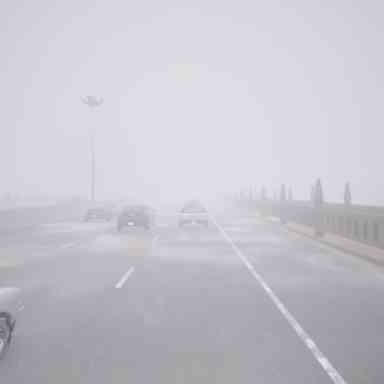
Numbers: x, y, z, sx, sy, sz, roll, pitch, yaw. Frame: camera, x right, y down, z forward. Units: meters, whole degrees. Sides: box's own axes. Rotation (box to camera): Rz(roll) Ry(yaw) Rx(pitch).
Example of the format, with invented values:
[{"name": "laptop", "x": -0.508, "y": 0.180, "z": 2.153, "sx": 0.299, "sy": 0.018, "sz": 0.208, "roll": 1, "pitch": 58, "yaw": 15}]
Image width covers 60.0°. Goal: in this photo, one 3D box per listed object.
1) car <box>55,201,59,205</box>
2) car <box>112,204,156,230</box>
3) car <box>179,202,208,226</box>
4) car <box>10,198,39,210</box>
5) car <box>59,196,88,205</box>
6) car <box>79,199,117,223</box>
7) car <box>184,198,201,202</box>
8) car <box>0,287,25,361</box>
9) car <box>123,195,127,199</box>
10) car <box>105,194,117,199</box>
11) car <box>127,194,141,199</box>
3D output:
[{"name": "car", "x": -17.588, "y": 1.568, "z": 46.663, "sx": 1.994, "sy": 1.385, "sz": 4.181, "roll": 0, "pitch": 0, "yaw": 0}, {"name": "car", "x": -3.406, "y": 1.507, "z": 20.887, "sx": 1.837, "sy": 1.490, "sz": 4.892, "roll": 0, "pitch": 0, "yaw": 0}, {"name": "car", "x": 0.092, "y": 1.603, "z": 22.961, "sx": 1.895, "sy": 1.301, "sz": 4.718, "roll": 0, "pitch": 0, "yaw": 0}, {"name": "car", "x": -21.096, "y": 1.530, "z": 42.172, "sx": 1.812, "sy": 1.442, "sz": 4.674, "roll": 0, "pitch": 0, "yaw": 0}, {"name": "car", "x": -14.095, "y": 1.355, "z": 41.015, "sx": 2.097, "sy": 1.767, "sz": 4.553, "roll": 0, "pitch": 0, "yaw": 0}, {"name": "car", "x": -6.908, "y": 1.528, "z": 25.799, "sx": 1.812, "sy": 1.442, "sz": 4.674, "roll": 0, "pitch": 0, "yaw": 0}, {"name": "car", "x": 0.088, "y": 1.509, "z": 41.545, "sx": 1.837, "sy": 1.490, "sz": 4.892, "roll": 0, "pitch": 0, "yaw": 0}, {"name": "car", "x": -3.401, "y": 1.601, "z": 2.784, "sx": 1.895, "sy": 1.301, "sz": 4.718, "roll": 0, "pitch": 0, "yaw": 0}, {"name": "car", "x": -16.889, "y": 1.483, "z": 87.767, "sx": 1.837, "sy": 1.490, "sz": 4.892, "roll": 0, "pitch": 0, "yaw": 2}, {"name": "car", "x": -20.499, "y": 1.350, "z": 83.977, "sx": 2.097, "sy": 1.767, "sz": 4.553, "roll": 0, "pitch": 0, "yaw": 2}, {"name": "car", "x": -13.589, "y": 1.363, "z": 80.728, "sx": 2.097, "sy": 1.767, "sz": 4.553, "roll": 0, "pitch": 0, "yaw": 2}]
